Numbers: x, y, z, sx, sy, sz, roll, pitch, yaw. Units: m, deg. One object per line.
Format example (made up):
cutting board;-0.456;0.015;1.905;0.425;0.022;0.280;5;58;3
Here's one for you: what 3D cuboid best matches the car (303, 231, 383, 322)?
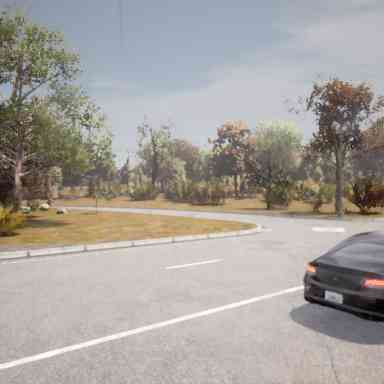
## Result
car;4.137;1.522;6.697;4.674;1.442;1.812;0;0;-36
